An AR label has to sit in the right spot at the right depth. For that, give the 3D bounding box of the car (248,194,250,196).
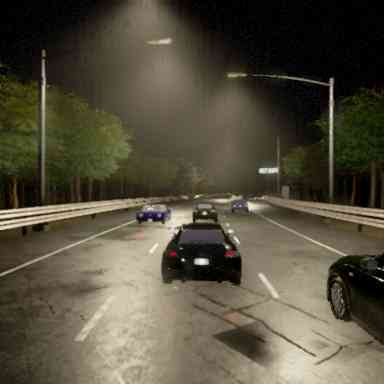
[{"bbox_3d":[13.561,1.395,88.393,1.882,1.535,5.008,0,0,13],"label":"car"}]

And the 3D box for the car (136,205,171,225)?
[{"bbox_3d":[-2.617,1.581,24.059,1.895,1.301,4.718,0,0,3],"label":"car"}]

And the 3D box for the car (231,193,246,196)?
[{"bbox_3d":[8.574,1.171,62.682,2.150,2.045,5.566,0,0,9],"label":"car"}]

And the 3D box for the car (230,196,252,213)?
[{"bbox_3d":[5.333,1.526,37.389,2.033,1.411,5.357,0,0,6],"label":"car"}]

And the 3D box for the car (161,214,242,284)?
[{"bbox_3d":[0.269,1.558,9.571,1.994,1.385,4.181,0,0,1],"label":"car"}]

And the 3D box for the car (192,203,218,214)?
[{"bbox_3d":[1.071,1.548,26.643,1.994,1.385,4.181,0,0,4],"label":"car"}]

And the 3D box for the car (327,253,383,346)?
[{"bbox_3d":[3.547,1.354,4.387,2.097,1.767,4.553,0,0,1],"label":"car"}]
